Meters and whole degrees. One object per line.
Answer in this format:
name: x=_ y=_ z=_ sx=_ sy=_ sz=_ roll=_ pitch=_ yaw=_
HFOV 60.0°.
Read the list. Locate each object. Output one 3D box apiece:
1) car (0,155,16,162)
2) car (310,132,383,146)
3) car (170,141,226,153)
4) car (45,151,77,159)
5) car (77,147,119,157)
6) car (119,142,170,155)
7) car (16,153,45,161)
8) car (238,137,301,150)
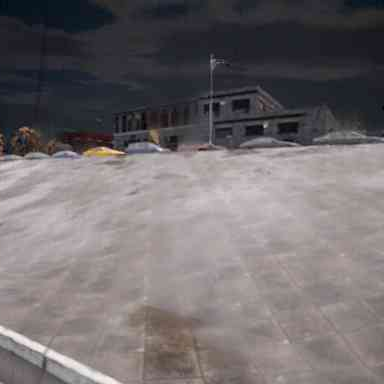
car: x=-22.712 y=-3.975 z=42.457 sx=4.892 sy=1.521 sz=2.231 roll=1 pitch=0 yaw=34
car: x=10.661 y=-3.345 z=22.725 sx=4.892 sy=1.521 sz=2.231 roll=1 pitch=1 yaw=27
car: x=0.964 y=-3.503 z=27.788 sx=4.792 sy=1.488 sz=2.163 roll=1 pitch=1 yaw=29
car: x=-13.497 y=-3.776 z=36.331 sx=4.674 sy=1.452 sz=2.002 roll=1 pitch=1 yaw=33
car: x=-8.784 y=-3.722 z=33.403 sx=5.008 sy=1.535 sz=2.097 roll=1 pitch=1 yaw=32
car: x=-4.030 y=-3.754 z=30.588 sx=4.553 sy=1.767 sz=2.185 roll=1 pitch=1 yaw=31
car: x=-18.145 y=-3.905 z=39.358 sx=4.892 sy=1.521 sz=2.231 roll=1 pitch=1 yaw=34
car: x=5.829 y=-3.399 z=25.182 sx=4.674 sy=1.452 sz=2.002 roll=1 pitch=1 yaw=28
